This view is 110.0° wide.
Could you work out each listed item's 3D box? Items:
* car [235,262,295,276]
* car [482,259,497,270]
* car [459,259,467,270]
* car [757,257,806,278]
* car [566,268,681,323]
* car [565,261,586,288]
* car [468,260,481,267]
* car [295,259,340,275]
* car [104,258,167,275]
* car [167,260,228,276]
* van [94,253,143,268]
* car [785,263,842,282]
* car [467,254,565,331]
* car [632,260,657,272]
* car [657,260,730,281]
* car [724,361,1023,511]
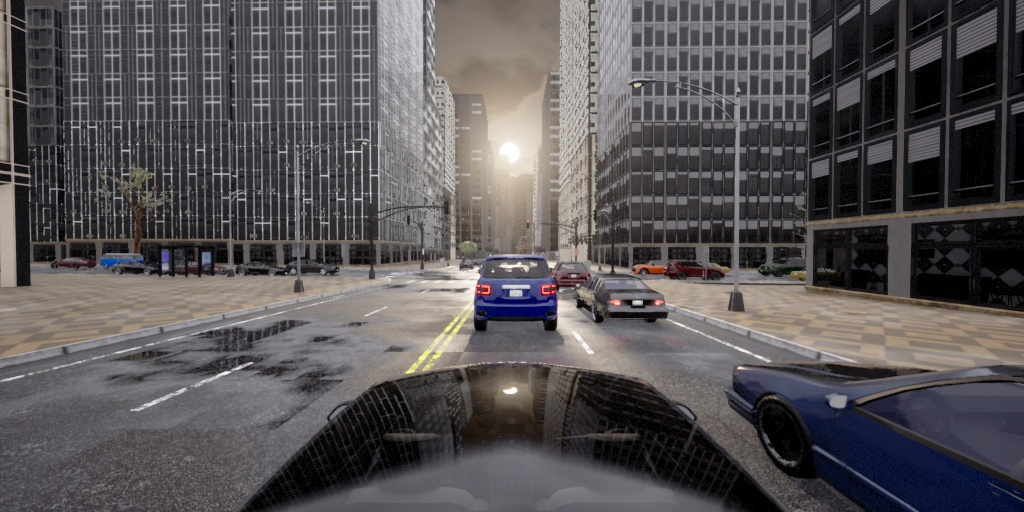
[{"bbox_3d":[-22.738,1.173,32.667,4.313,1.339,1.948,0,0,1],"label":"car"},{"bbox_3d":[-3.346,1.191,53.439,1.882,1.535,5.008,0,0,0],"label":"car"},{"bbox_3d":[-6.611,1.219,52.547,1.837,1.490,4.892,0,0,-1],"label":"car"},{"bbox_3d":[29.071,1.184,37.700,5.566,2.045,2.150,-1,1,1],"label":"car"},{"bbox_3d":[3.349,1.293,12.085,2.033,1.411,5.357,0,0,0],"label":"car"},{"bbox_3d":[3.345,1.091,21.492,2.097,1.767,4.553,0,0,0],"label":"car"},{"bbox_3d":[-6.578,1.302,63.603,1.895,1.301,4.718,0,0,0],"label":"car"},{"bbox_3d":[-19.579,1.096,35.310,4.892,1.490,1.837,1,1,1],"label":"car"},{"bbox_3d":[-34.102,1.068,32.971,4.313,1.339,1.948,0,0,1],"label":"car"},{"bbox_3d":[-28.422,1.137,32.799,4.207,1.307,1.802,0,0,1],"label":"car"},{"bbox_3d":[-45.295,0.604,41.630,3.998,1.789,1.690,0,0,1],"label":"van"},{"bbox_3d":[27.636,1.577,31.951,4.829,1.417,1.751,0,0,1],"label":"car"},{"bbox_3d":[0.096,0.967,11.081,2.150,2.045,5.566,0,0,0],"label":"car"},{"bbox_3d":[15.030,1.201,37.919,4.553,1.767,2.097,0,1,0],"label":"car"},{"bbox_3d":[16.187,1.268,32.146,5.009,1.841,2.192,0,0,1],"label":"car"},{"bbox_3d":[3.350,1.298,1.656,2.033,1.411,5.357,0,0,1],"label":"car"}]
